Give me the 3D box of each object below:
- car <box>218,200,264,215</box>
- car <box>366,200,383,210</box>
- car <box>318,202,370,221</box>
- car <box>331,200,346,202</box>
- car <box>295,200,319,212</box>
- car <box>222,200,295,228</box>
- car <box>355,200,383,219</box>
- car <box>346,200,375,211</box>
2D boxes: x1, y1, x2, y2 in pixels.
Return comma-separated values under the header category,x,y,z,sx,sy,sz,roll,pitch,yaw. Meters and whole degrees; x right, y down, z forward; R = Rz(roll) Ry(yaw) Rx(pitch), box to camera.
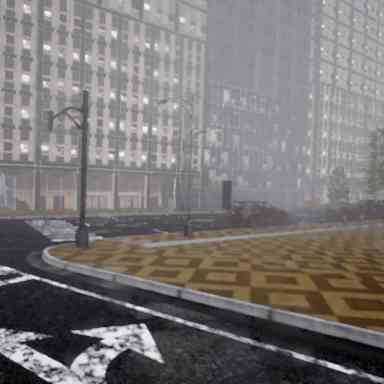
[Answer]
category,x,y,z,sx,sy,sz,roll,pitch,yaw
car,5.023,1.544,34.142,4.403,1.369,2.008,1,2,-34
car,28.426,1.902,50.131,4.313,1.339,1.947,1,2,-34
car,14.143,1.898,30.835,4.507,1.381,1.887,1,2,-34
car,19.064,1.764,43.735,4.313,1.339,1.947,1,2,-34
car,14.244,1.653,40.441,4.829,1.417,1.752,1,2,-34
car,4.789,1.532,24.434,5.009,1.841,2.192,1,2,-34
car,18.831,1.737,34.027,5.009,1.841,2.192,1,2,-34
car,23.744,1.849,46.933,4.206,1.307,1.802,1,2,-34
